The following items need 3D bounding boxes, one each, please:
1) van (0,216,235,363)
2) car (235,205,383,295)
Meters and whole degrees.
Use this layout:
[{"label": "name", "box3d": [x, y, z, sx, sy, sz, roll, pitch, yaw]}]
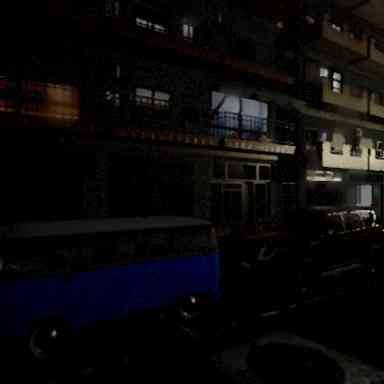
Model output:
[{"label": "van", "box3d": [-1.377, 1.338, 5.578, 3.998, 1.788, 1.690, 0, 0, -36]}, {"label": "car", "box3d": [3.229, 1.311, 8.867, 5.009, 1.841, 2.192, 0, 0, -36]}]
